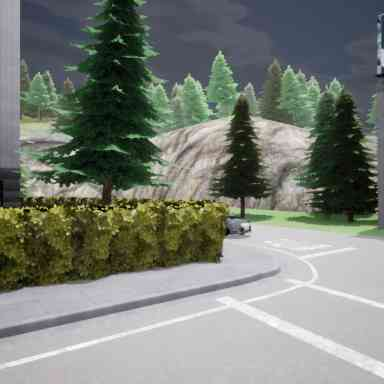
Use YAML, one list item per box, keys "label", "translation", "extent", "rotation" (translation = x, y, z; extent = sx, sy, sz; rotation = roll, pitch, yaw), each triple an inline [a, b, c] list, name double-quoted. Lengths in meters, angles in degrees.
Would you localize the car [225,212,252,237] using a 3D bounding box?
- label: "car"
  translation: [1.221, 1.668, 19.335]
  extent: [2.128, 1.511, 4.902]
  rotation: [0, 0, -42]
